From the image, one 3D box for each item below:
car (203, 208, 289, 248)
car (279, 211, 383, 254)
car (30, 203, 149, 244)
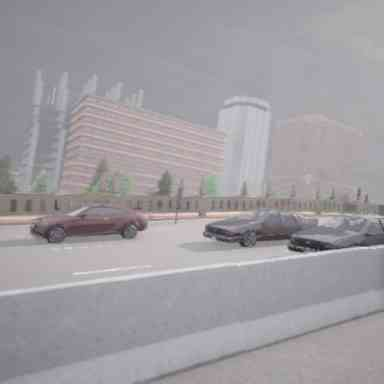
[{"bbox_3d":[3.117,1.400,13.998,5.357,1.411,2.033,1,1,-31],"label":"car"},{"bbox_3d":[5.801,1.508,11.530,5.357,1.411,2.033,1,1,-31],"label":"car"},{"bbox_3d":[-4.096,1.194,13.742,4.674,1.442,1.812,1,1,-31],"label":"car"}]
